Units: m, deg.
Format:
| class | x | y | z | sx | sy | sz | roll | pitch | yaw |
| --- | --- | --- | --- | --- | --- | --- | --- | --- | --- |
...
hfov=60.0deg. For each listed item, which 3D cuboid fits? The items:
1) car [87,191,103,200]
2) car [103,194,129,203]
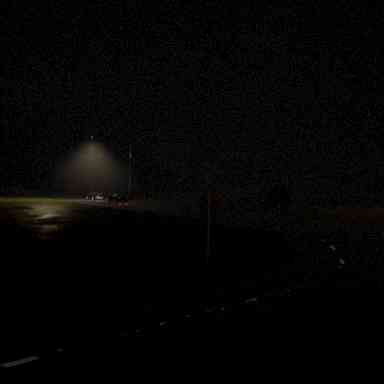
| class | x | y | z | sx | sy | sz | roll | pitch | yaw |
| --- | --- | --- | --- | --- | --- | --- | --- | --- | --- |
| car | -17.362 | 0.664 | 59.592 | 1.837 | 1.490 | 4.892 | 2 | 0 | -35 |
| car | -11.608 | 0.953 | 51.452 | 1.895 | 1.301 | 4.718 | 2 | 0 | -35 |
